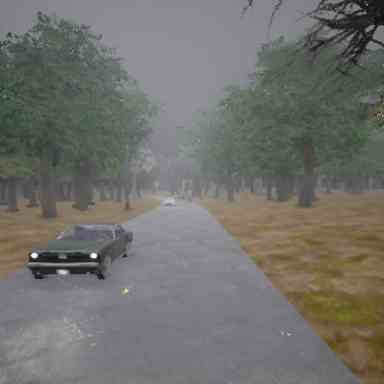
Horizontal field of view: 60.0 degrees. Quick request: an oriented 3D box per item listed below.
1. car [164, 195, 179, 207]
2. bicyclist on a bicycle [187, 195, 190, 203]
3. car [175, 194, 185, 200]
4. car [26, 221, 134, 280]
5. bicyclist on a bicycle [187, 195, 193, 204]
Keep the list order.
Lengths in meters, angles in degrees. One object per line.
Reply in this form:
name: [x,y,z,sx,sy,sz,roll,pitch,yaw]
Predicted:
car: [-3.465,1.560,52.534,1.812,1.442,4.674,0,0,-2]
bicyclist on a bicycle: [-0.773,1.475,72.889,0.582,1.620,1.656,0,0,-5]
car: [-2.931,1.376,87.469,1.837,1.490,4.892,0,0,-6]
car: [-3.103,1.625,10.200,1.895,1.301,4.718,0,0,0]
bicyclist on a bicycle: [-0.153,1.466,64.126,0.866,1.612,1.509,0,-1,-4]
